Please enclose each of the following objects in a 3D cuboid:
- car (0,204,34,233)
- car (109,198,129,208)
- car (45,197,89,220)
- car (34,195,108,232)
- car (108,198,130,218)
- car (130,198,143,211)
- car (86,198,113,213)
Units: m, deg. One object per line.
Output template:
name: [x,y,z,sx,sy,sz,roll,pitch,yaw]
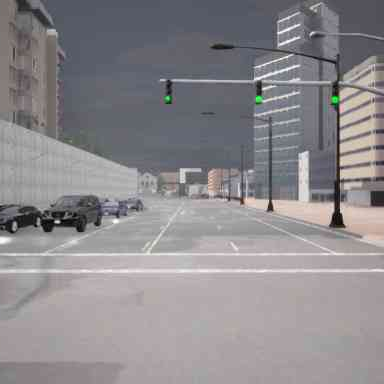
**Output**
car: [-10.618,1.505,19.685,1.837,1.490,4.892,0,0,0]
car: [-10.600,1.601,48.631,1.895,1.301,4.718,0,0,0]
car: [-10.626,1.352,28.753,2.097,1.767,4.553,0,0,0]
car: [-7.115,1.221,20.319,2.150,2.045,5.566,0,0,0]
car: [-7.126,1.526,29.959,1.812,1.442,4.674,0,0,0]
car: [-7.127,1.491,40.302,2.128,1.511,4.902,0,0,0]
car: [-10.629,1.505,38.571,1.837,1.490,4.892,0,0,0]
